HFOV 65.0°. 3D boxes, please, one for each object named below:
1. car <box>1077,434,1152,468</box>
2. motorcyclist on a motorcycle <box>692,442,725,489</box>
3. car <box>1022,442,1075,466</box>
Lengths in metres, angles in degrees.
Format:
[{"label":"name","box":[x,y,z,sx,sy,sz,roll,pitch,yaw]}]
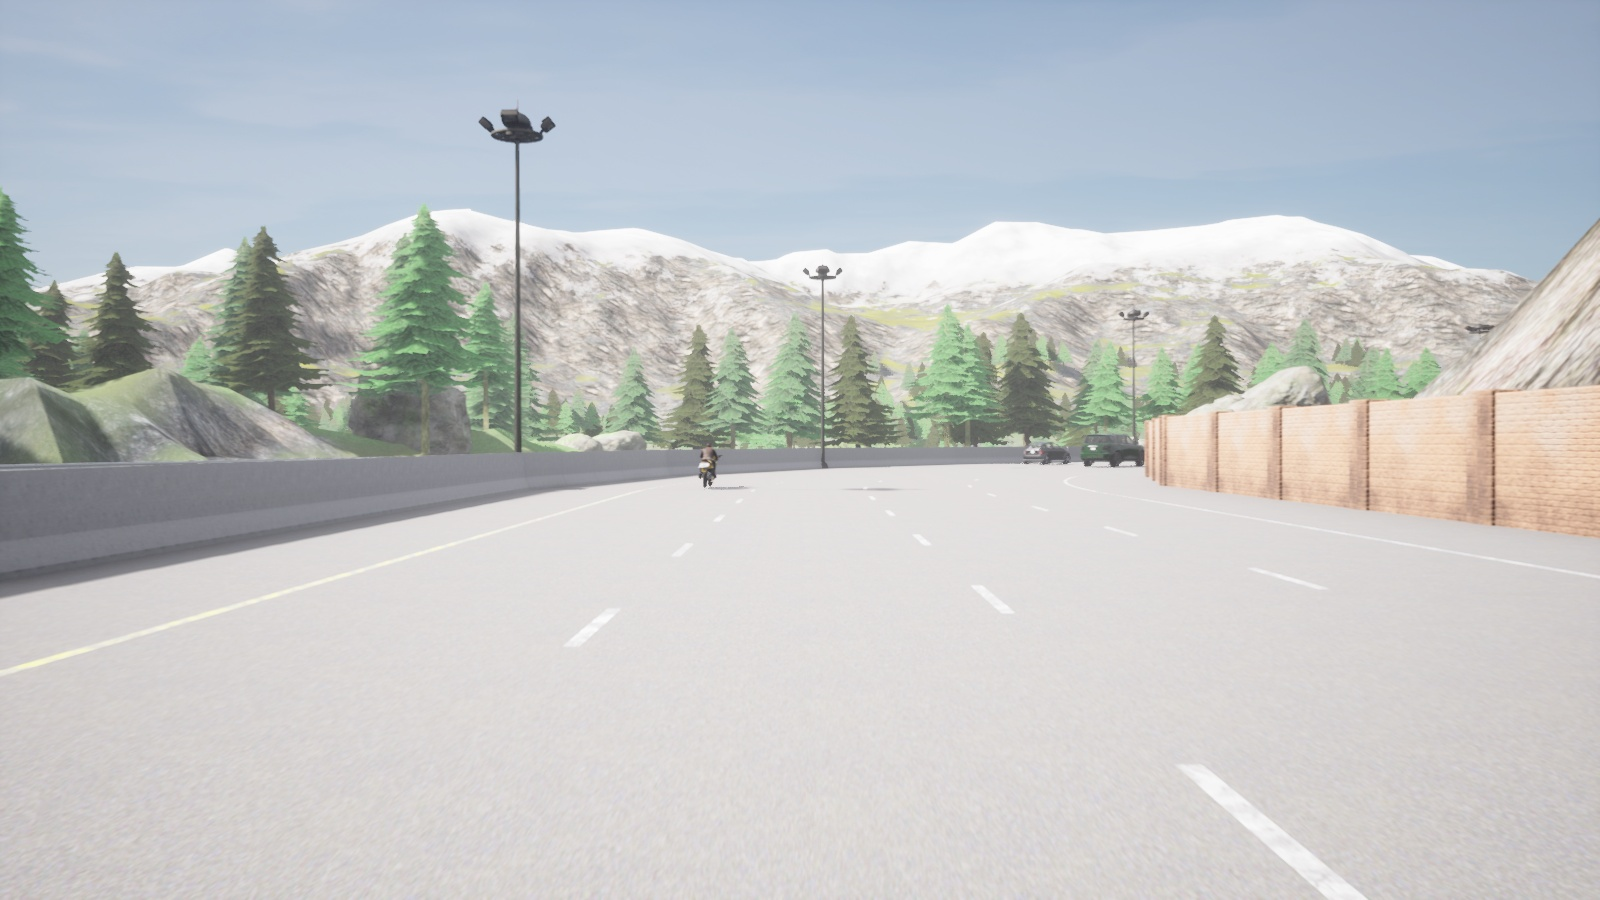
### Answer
[{"label":"car","box":[19.544,0.042,77.830,2.150,2.045,5.566,0,0,42]},{"label":"motorcyclist on a motorcycle","box":[-3.046,0.489,41.974,0.797,1.523,2.044,1,0,4]},{"label":"car","box":[16.837,0.258,85.099,1.789,1.549,3.705,0,0,44]}]
